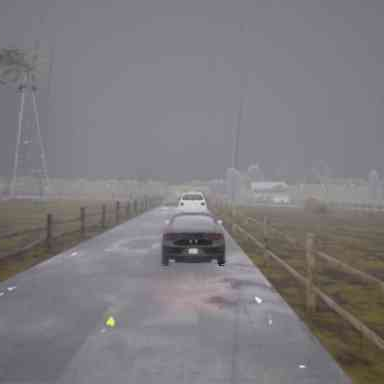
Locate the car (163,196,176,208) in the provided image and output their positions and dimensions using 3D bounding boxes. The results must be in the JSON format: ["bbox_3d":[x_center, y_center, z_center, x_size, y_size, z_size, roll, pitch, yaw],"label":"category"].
[{"bbox_3d":[-2.840,1.328,45.296,1.837,1.490,4.892,0,0,0],"label":"car"}]

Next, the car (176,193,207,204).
[{"bbox_3d":[0.065,1.061,28.093,2.150,2.045,5.566,0,0,0],"label":"car"}]

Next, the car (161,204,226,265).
[{"bbox_3d":[0.053,1.404,11.365,1.882,1.535,5.008,0,1,0],"label":"car"}]
